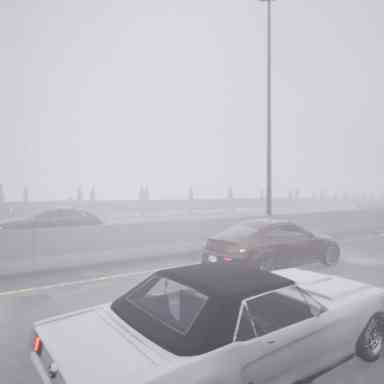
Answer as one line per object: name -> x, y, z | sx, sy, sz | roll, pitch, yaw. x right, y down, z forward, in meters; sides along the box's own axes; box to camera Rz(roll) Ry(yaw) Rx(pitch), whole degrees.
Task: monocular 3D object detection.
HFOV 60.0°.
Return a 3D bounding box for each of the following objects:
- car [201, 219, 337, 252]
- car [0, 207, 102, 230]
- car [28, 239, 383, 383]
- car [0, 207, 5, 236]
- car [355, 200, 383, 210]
car -> 2.397, 1.528, 9.760 | 4.674, 1.442, 1.812 | 0, 0, -35
car -> -6.892, 1.506, 16.275 | 4.892, 1.490, 1.837 | 0, 0, -36
car -> 0.662, 1.602, 4.221 | 4.718, 1.301, 1.895 | 0, 0, -35
car -> -12.025, 1.565, 16.911 | 4.181, 1.385, 1.994 | 0, 0, -36
car -> 22.401, 1.610, 41.464 | 4.718, 1.301, 1.895 | 0, 0, -35
